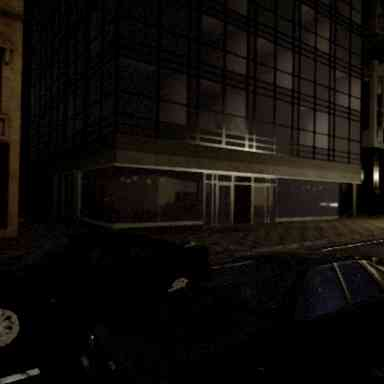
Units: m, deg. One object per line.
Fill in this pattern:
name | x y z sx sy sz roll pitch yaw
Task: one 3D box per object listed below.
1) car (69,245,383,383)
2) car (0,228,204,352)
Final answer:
car | 1.351 1.567 4.640 5.357 1.411 2.033 0 0 -35
car | -1.920 1.488 6.303 5.008 1.535 1.882 0 0 -35
